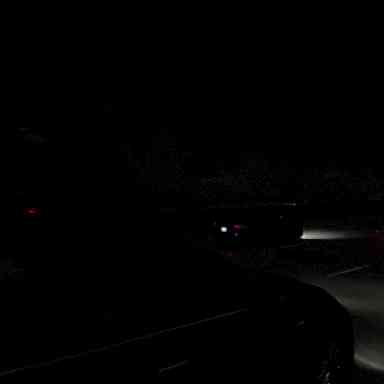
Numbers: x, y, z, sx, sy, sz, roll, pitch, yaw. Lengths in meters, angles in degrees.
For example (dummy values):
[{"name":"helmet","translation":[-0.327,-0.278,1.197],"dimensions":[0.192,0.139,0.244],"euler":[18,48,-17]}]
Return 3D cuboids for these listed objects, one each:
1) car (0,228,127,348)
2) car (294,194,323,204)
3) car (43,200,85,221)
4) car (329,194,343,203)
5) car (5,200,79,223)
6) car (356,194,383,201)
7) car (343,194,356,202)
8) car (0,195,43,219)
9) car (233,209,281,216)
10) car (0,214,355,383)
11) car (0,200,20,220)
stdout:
[{"name":"car","translation":[-3.951,1.551,5.220],"dimensions":[5.357,1.411,2.033],"euler":[-1,0,-35]},{"name":"car","translation":[17.964,1.015,51.143],"dimensions":[5.357,1.411,2.033],"euler":[-1,0,-35]},{"name":"car","translation":[-9.895,1.431,22.727],"dimensions":[4.902,1.511,2.128],"euler":[-1,1,-35]},{"name":"car","translation":[22.546,0.994,50.109],"dimensions":[4.181,1.385,1.994],"euler":[-1,1,-35]},{"name":"car","translation":[-11.599,1.426,25.810],"dimensions":[4.902,1.511,2.128],"euler":[-1,0,-35]},{"name":"car","translation":[23.191,1.006,41.994],"dimensions":[4.674,1.442,1.812],"euler":[-1,0,-35]},{"name":"car","translation":[24.072,0.985,46.901],"dimensions":[5.357,1.411,2.033],"euler":[-1,0,-35]},{"name":"car","translation":[-11.226,1.211,17.479],"dimensions":[5.566,2.045,2.150],"euler":[-1,1,-35]},{"name":"car","translation":[2.909,1.436,14.418],"dimensions":[4.181,1.385,1.994],"euler":[-1,0,-35]},{"name":"car","translation":[-0.265,1.331,3.556],"dimensions":[4.553,1.767,2.097],"euler":[-1,0,-35]},{"name":"car","translation":[-16.597,1.484,26.545],"dimensions":[4.892,1.490,1.837],"euler":[-1,1,-35]}]
